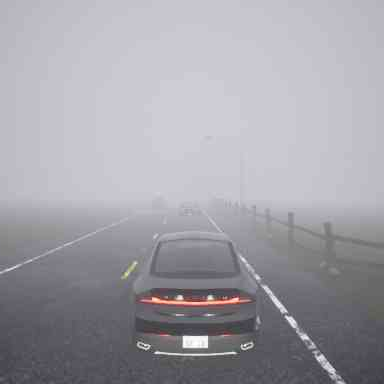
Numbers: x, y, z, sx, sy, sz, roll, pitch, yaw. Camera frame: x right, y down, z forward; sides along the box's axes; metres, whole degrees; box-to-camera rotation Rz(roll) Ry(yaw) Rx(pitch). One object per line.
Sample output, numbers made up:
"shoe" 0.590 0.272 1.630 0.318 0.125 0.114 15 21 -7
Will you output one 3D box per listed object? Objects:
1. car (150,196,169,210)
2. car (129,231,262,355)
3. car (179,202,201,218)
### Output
"car" -4.063 1.328 41.739 2.097 1.767 4.553 0 0 -1
"car" 0.049 1.505 6.312 1.837 1.490 4.892 0 0 0
"car" -0.209 1.590 30.292 1.895 1.301 4.718 0 0 -1
